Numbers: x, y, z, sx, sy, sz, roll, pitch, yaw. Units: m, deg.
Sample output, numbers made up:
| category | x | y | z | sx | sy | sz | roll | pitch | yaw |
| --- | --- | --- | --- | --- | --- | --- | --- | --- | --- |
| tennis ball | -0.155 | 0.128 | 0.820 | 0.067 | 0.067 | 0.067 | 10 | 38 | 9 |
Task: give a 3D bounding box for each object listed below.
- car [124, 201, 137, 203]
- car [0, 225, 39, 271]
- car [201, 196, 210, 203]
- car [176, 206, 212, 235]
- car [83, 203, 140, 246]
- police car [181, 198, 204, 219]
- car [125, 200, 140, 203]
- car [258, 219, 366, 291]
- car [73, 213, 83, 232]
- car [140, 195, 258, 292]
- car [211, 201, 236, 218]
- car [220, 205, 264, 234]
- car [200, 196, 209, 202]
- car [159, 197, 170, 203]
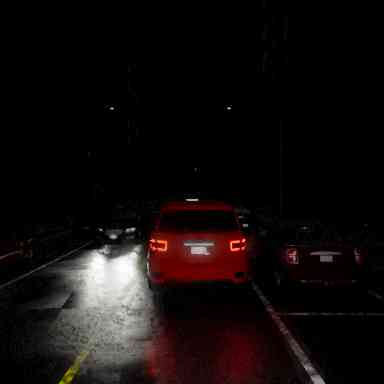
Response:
| category | x | y | z | sx | sy | sz | roll | pitch | yaw |
| --- | --- | --- | --- | --- | --- | --- | --- | --- | --- |
| car | -5.659 | 1.584 | 25.517 | 1.802 | 1.307 | 4.206 | 0 | 0 | 0 |
| car | -5.667 | 1.582 | 9.014 | 1.802 | 1.307 | 4.206 | 0 | 0 | 0 |
| car | 2.935 | 1.580 | 73.684 | 1.752 | 1.417 | 4.829 | 0 | 0 | 0 |
| car | 0.109 | 1.602 | 19.863 | 1.895 | 1.301 | 4.718 | 0 | 0 | 0 |
| car | -3.087 | 1.492 | 15.477 | 2.128 | 1.511 | 4.902 | 0 | 0 | 0 |
| police car | 0.015 | 1.428 | 30.127 | 1.930 | 1.638 | 5.238 | 0 | 0 | 0 |
| car | -5.656 | 1.444 | 31.019 | 1.967 | 1.590 | 4.097 | 0 | 0 | 0 |
| car | 2.858 | 1.440 | 9.009 | 1.967 | 1.590 | 4.097 | 0 | 0 | 0 |
| car | -5.661 | 1.567 | 20.016 | 1.947 | 1.339 | 4.313 | 0 | 0 | 0 |
| car | 0.108 | 1.221 | 9.093 | 2.150 | 2.045 | 5.566 | 0 | 0 | -1 |
| car | 2.870 | 1.569 | 31.014 | 1.947 | 1.339 | 4.313 | 0 | 0 | 0 |
| car | 2.864 | 1.552 | 20.012 | 2.008 | 1.369 | 4.403 | 0 | 0 | 0 |
| car | 2.948 | 1.617 | 78.922 | 2.008 | 1.369 | 4.403 | 0 | 0 | 0 |
| car | -5.602 | 1.626 | 68.122 | 1.802 | 1.307 | 4.206 | 0 | 0 | 0 |
